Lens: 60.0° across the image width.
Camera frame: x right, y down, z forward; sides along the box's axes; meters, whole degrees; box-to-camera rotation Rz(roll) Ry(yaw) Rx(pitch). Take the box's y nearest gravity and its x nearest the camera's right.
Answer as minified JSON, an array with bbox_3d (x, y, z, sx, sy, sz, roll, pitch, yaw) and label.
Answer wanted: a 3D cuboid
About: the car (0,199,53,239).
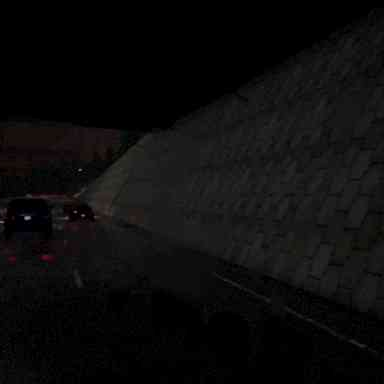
[{"bbox_3d":[-9.197,1.392,18.941,2.150,2.045,5.566,0,0,-23],"label":"car"}]

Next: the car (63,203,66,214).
[{"bbox_3d":[-14.705,1.919,40.574,1.895,1.301,4.718,0,0,-23],"label":"car"}]

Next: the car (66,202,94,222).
[{"bbox_3d":[-9.641,1.744,28.817,1.812,1.442,4.674,0,-1,-23],"label":"car"}]

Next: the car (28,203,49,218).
[{"bbox_3d":[-16.126,1.907,35.023,1.895,1.301,4.718,0,0,-23],"label":"car"}]
